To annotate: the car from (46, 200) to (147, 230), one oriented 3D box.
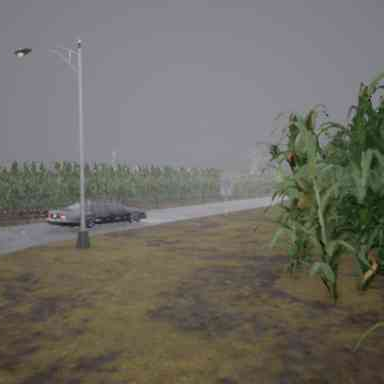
[{"bbox_3d":[-4.967,1.144,17.963,2.033,1.411,5.357,1,2,41],"label":"car"}]
